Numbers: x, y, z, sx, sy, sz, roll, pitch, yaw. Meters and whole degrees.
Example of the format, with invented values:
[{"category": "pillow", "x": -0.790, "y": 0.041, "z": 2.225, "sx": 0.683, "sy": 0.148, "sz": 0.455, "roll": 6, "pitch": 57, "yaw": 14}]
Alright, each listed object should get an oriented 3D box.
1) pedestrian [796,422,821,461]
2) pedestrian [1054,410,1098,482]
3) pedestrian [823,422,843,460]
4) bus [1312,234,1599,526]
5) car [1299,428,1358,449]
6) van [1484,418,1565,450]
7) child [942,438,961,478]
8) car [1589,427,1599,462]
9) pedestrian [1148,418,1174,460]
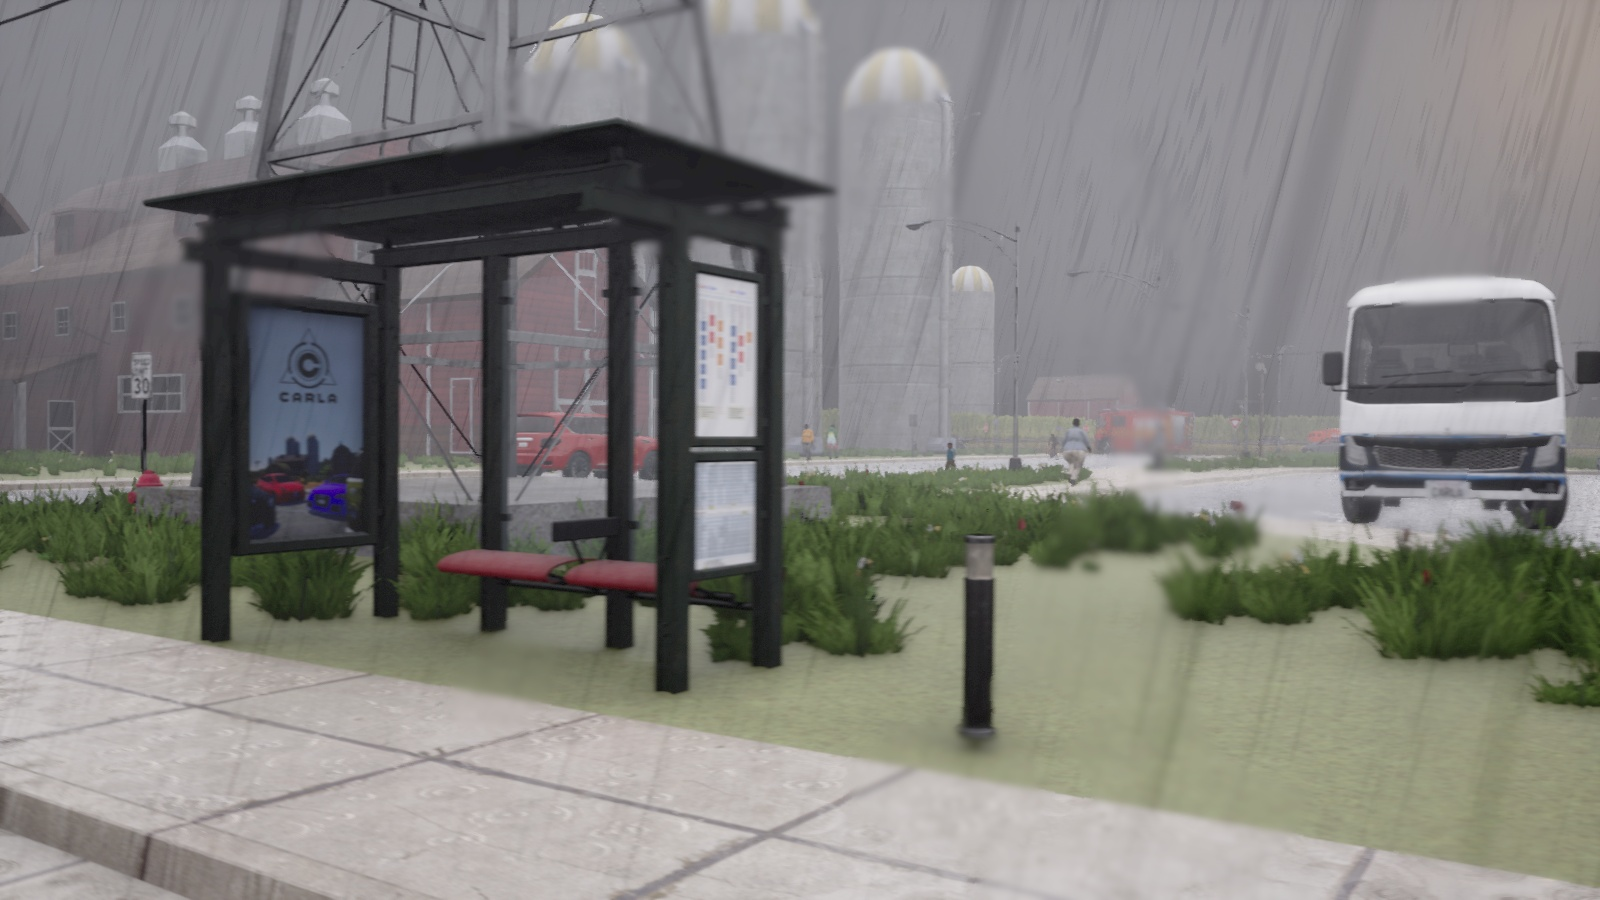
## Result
[{"category": "pedestrian", "x": 0.409, "y": -0.393, "z": 60.608, "sx": 0.874, "sy": 1.855, "sz": 0.900, "roll": 0, "pitch": 1, "yaw": 30}, {"category": "pedestrian", "x": 7.190, "y": -0.106, "z": 32.695, "sx": 0.874, "sy": 1.855, "sz": 0.900, "roll": 0, "pitch": 1, "yaw": 31}, {"category": "pedestrian", "x": 1.724, "y": -0.467, "z": 65.353, "sx": 0.659, "sy": 1.952, "sz": 0.873, "roll": 0, "pitch": 1, "yaw": 30}, {"category": "bus", "x": 12.228, "y": -1.076, "z": 23.751, "sx": 3.944, "sy": 4.253, "sz": 10.273, "roll": -1, "pitch": 1, "yaw": 26}, {"category": "car", "x": 38.314, "y": -0.817, "z": 91.020, "sx": 3.633, "sy": 1.501, "sz": 1.845, "roll": 0, "pitch": 1, "yaw": 33}, {"category": "van", "x": 46.848, "y": -1.043, "z": 81.223, "sx": 4.442, "sy": 1.987, "sz": 1.775, "roll": 0, "pitch": 1, "yaw": 33}, {"category": "child", "x": 4.601, "y": 0.232, "z": 38.104, "sx": 0.448, "sy": 1.192, "sz": 0.343, "roll": -1, "pitch": 1, "yaw": -41}, {"category": "car", "x": 34.519, "y": -0.243, "z": 50.221, "sx": 4.674, "sy": 1.442, "sz": 1.812, "roll": -1, "pitch": 1, "yaw": 5}, {"category": "pedestrian", "x": 16.313, "y": -0.508, "z": 56.728, "sx": 0.874, "sy": 1.855, "sz": 0.900, "roll": 0, "pitch": 1, "yaw": 32}]
